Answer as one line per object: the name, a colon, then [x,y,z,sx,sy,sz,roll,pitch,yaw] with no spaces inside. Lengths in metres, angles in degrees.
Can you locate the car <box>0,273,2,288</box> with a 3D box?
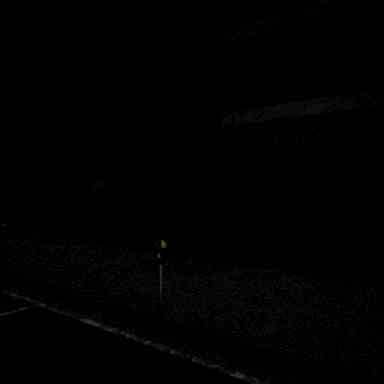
car: [-6.073,1.440,7.412,4.097,1.590,1.967,0,0,36]
